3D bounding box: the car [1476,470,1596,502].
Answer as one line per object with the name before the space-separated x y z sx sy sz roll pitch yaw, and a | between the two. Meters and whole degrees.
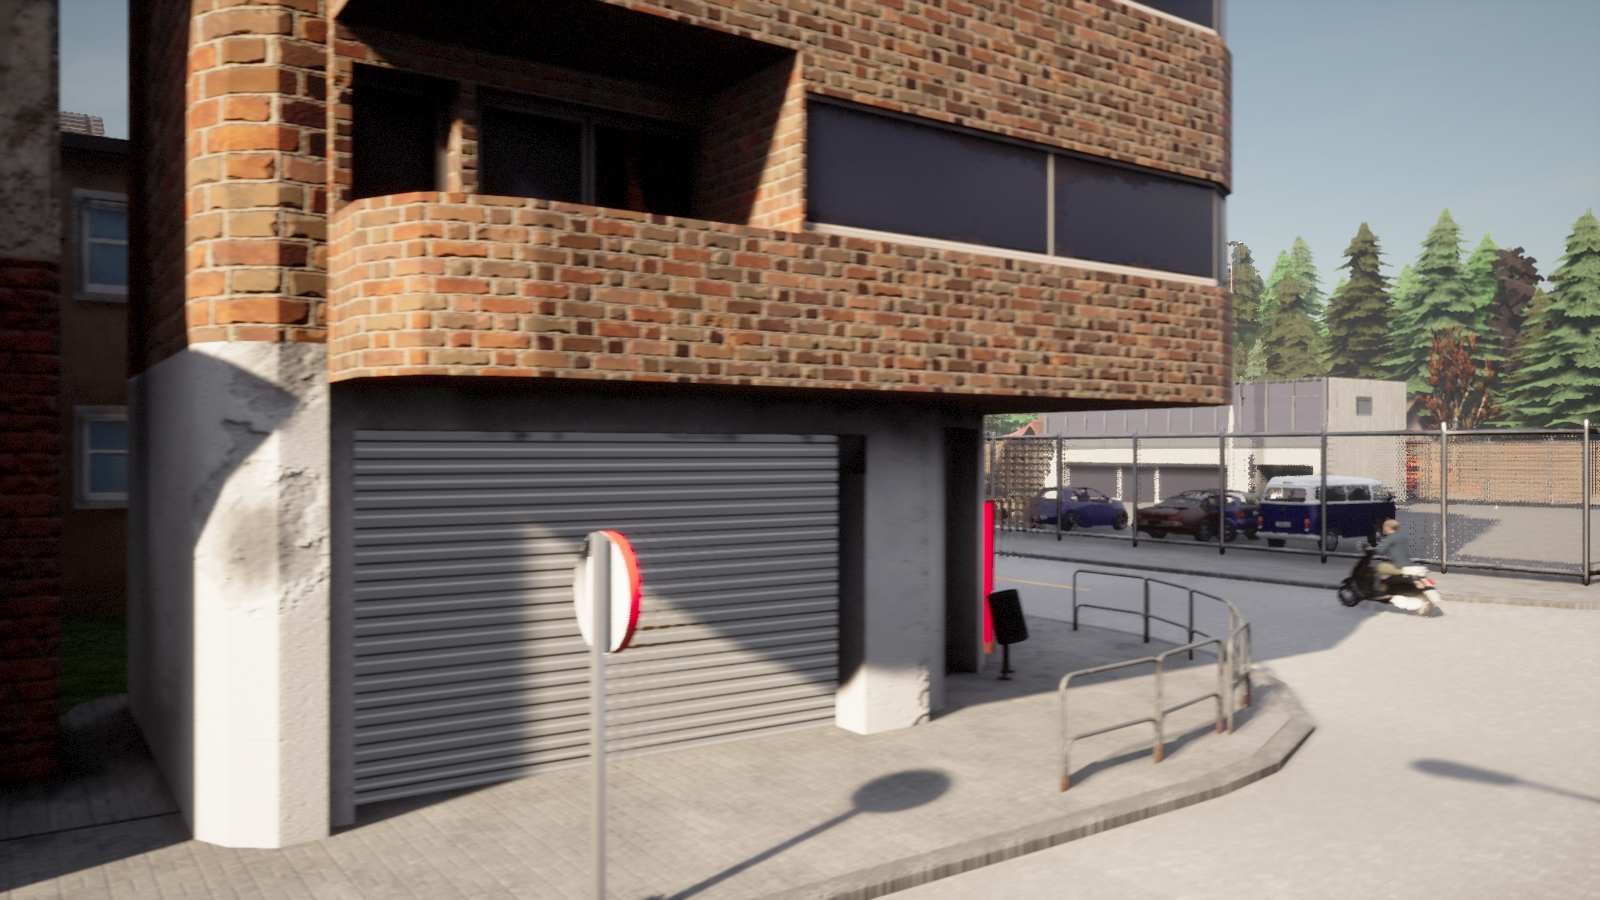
car | 38.076 1.852 59.229 2.163 1.488 4.792 0 0 -35
